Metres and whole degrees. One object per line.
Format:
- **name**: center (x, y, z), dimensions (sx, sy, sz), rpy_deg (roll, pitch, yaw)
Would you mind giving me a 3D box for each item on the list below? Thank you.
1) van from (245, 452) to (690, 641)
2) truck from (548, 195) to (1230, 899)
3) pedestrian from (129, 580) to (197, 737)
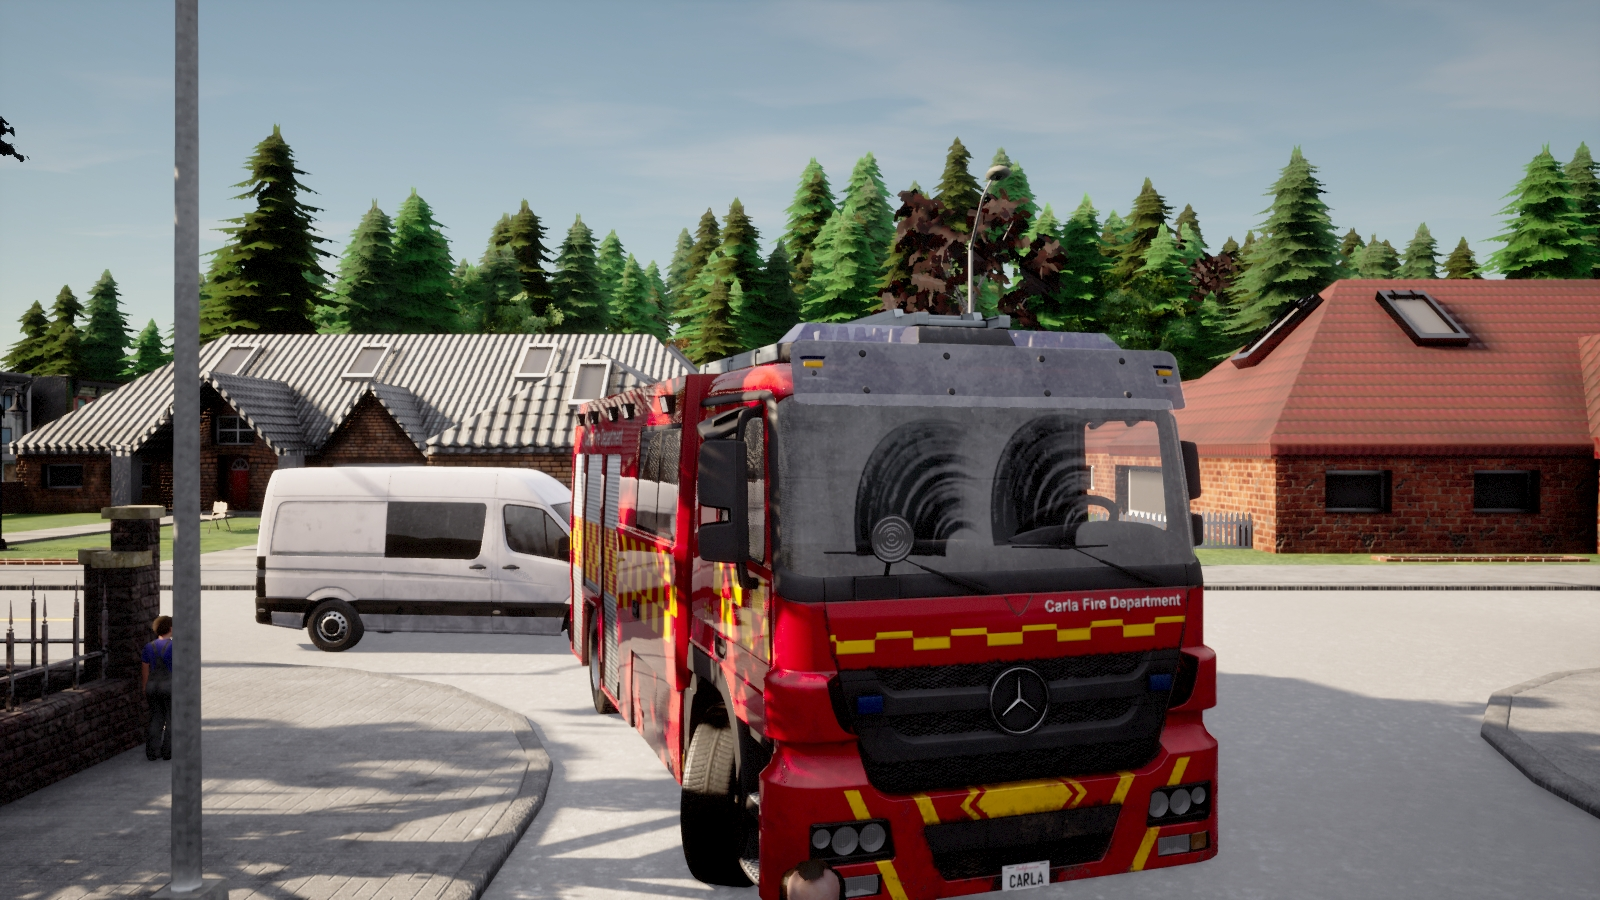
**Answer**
- **van**: center (-4.701, 1.314, 16.673), dimensions (5.915, 2.561, 1.988), rpy_deg (0, 0, 4)
- **truck**: center (-0.279, 0.670, 10.050), dimensions (2.891, 3.827, 8.468), rpy_deg (0, 0, -19)
- **pedestrian**: center (-5.561, 1.806, 9.982), dimensions (0.375, 1.300, 0.375), rpy_deg (0, 0, 8)
